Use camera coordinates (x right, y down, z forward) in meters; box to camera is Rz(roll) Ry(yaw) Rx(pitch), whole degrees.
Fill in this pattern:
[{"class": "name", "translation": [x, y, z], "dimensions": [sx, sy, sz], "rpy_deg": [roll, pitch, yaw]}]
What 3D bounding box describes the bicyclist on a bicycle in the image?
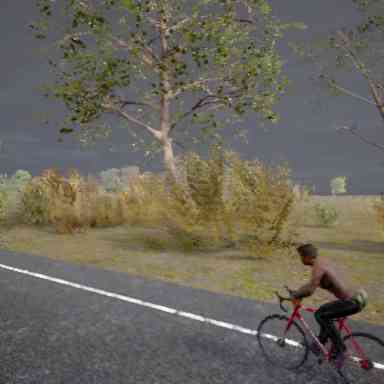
[{"class": "bicyclist on a bicycle", "translation": [1.536, 1.453, 3.961], "dimensions": [1.656, 1.620, 0.582], "rpy_deg": [0, 0, 35]}]
